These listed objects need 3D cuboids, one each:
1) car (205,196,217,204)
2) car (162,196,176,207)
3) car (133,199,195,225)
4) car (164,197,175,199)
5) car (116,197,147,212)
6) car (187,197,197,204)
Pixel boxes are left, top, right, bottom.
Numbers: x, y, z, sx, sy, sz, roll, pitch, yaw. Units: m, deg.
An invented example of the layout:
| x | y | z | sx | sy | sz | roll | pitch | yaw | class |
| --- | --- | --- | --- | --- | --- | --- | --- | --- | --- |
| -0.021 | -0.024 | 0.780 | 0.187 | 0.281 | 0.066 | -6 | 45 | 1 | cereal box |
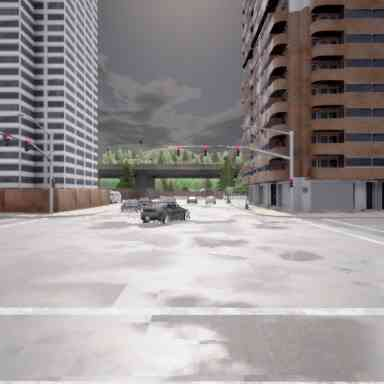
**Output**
| x | y | z | sx | sy | sz | roll | pitch | yaw | class |
| --- | --- | --- | --- | --- | --- | --- | --- | --- | --- |
| 3.514 | 1.525 | 63.150 | 1.812 | 1.442 | 4.674 | 0 | 0 | 0 | car |
| -3.568 | 1.477 | 52.566 | 1.882 | 1.535 | 5.008 | 0 | 0 | 0 | car |
| -1.919 | 1.505 | 24.631 | 1.837 | 1.490 | 4.892 | 2 | 1 | 27 | car |
| -3.590 | 1.547 | 42.289 | 2.033 | 1.411 | 5.357 | 0 | 0 | 0 | car |
| -7.091 | 1.547 | 39.420 | 2.033 | 1.411 | 5.357 | 0 | 0 | 0 | car |
| 0.014 | 1.564 | 63.149 | 1.994 | 1.385 | 4.181 | 0 | 0 | 0 | car |
